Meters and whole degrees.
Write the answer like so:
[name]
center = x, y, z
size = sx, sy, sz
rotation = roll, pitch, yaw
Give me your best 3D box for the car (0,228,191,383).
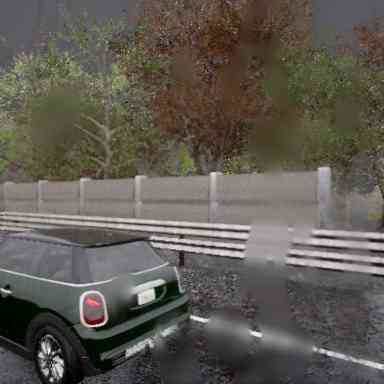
[car]
center = -2.312, 1.380, 5.515
size = 4.553, 1.767, 2.097
rotation = 0, 0, 35
